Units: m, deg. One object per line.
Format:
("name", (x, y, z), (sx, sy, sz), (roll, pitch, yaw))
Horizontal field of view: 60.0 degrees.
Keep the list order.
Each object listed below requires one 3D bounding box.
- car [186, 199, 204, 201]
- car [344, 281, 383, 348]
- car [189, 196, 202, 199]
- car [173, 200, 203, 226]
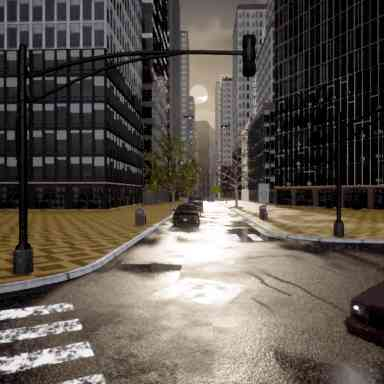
("car", (0.049, 1.777, 35.599), (1.812, 1.442, 4.674), (0, 0, 2))
("car", (4.913, 1.555, 5.277), (5.357, 1.411, 2.033), (0, 0, -27))
("car", (0.471, 1.554, 46.250), (2.150, 2.045, 5.566), (0, 0, 2))
("car", (-0.358, 1.654, 25.387), (1.882, 1.535, 5.008), (0, 0, 2))
